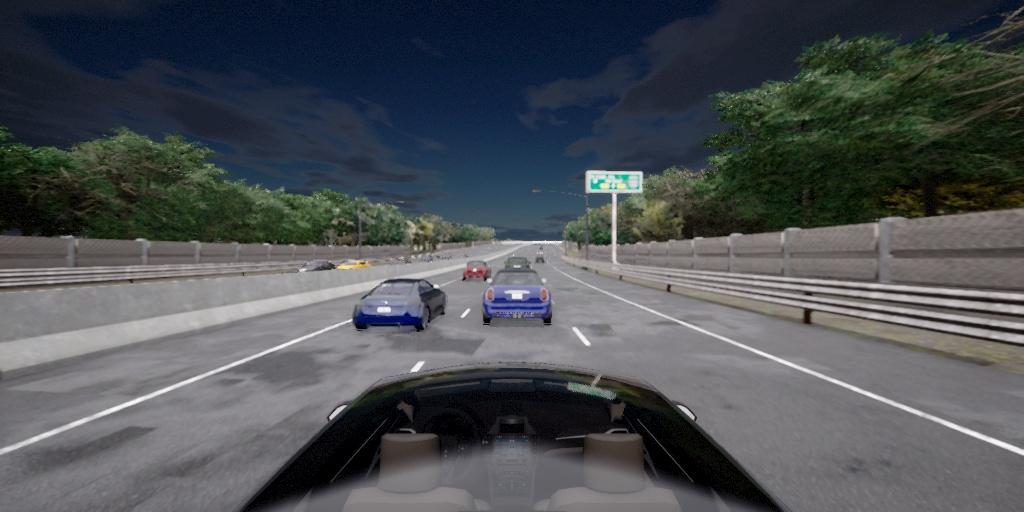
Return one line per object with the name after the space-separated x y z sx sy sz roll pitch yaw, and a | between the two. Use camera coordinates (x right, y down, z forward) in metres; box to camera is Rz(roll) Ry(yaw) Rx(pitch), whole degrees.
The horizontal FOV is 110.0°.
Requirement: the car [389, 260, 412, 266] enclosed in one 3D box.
-13.343 1.234 43.010 1.837 1.490 4.892 0 1 2 | car

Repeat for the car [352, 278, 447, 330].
-3.343 1.393 11.424 1.994 1.385 4.181 0 0 0 | car

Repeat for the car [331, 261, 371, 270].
-16.995 1.251 38.685 1.882 1.535 5.008 0 1 2 | car

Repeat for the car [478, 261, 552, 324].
0.166 1.189 12.460 2.097 1.767 4.553 0 0 0 | car

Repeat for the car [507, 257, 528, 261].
0.490 1.056 31.205 2.150 2.045 5.566 0 0 1 | car

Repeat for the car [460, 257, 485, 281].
-2.999 1.183 31.469 2.097 1.767 4.553 0 0 1 | car

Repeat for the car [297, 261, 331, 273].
-20.521 1.270 37.845 2.128 1.511 4.902 0 1 2 | car
